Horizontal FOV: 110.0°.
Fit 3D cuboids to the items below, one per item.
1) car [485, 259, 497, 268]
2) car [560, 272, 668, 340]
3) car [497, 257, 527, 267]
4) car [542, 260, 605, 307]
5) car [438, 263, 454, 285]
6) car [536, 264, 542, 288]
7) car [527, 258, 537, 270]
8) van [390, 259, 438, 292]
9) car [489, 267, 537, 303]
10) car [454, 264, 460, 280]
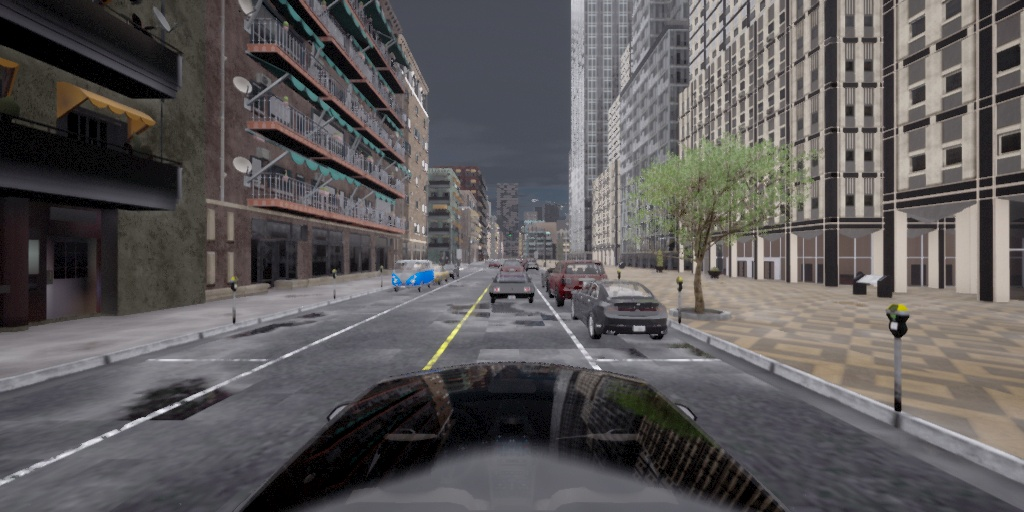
[{"bbox_3d":[-3.000,1.442,59.470,1.895,1.301,4.718,0,0,0],"label":"car"},{"bbox_3d":[2.691,1.299,9.768,2.007,1.370,4.403,0,0,0],"label":"car"},{"bbox_3d":[0.000,1.125,31.471,2.097,1.767,4.553,0,0,0],"label":"car"},{"bbox_3d":[2.691,1.064,15.291,2.192,1.841,5.009,0,0,0],"label":"car"},{"bbox_3d":[-5.690,1.279,26.167,1.751,1.417,4.829,0,0,0],"label":"car"},{"bbox_3d":[2.691,1.317,20.813,1.948,1.339,4.313,0,0,0],"label":"car"},{"bbox_3d":[2.691,1.340,48.427,1.948,1.339,4.313,0,0,0],"label":"car"},{"bbox_3d":[-5.690,1.092,20.814,1.690,1.789,3.998,0,0,0],"label":"van"},{"bbox_3d":[0.000,1.367,16.531,1.895,1.301,4.718,0,0,0],"label":"car"},{"bbox_3d":[-5.690,1.323,31.860,1.948,1.339,4.313,0,0,0],"label":"car"}]
